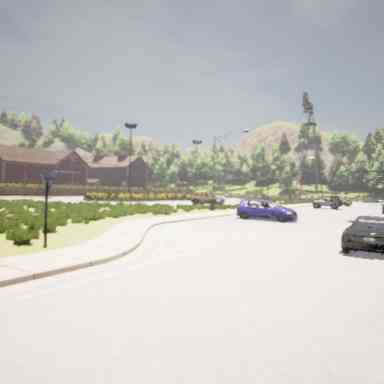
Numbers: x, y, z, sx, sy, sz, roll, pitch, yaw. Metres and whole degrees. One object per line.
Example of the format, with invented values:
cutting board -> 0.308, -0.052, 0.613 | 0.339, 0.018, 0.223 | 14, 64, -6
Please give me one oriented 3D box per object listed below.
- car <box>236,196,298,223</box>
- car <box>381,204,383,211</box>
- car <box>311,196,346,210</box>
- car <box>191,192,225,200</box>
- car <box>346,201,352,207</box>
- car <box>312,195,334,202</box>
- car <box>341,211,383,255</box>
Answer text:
car -> 5.748, 1.400, 25.596 | 4.611, 1.667, 2.242 | 2, 1, 33
car -> 23.596, 1.829, 39.366 | 1.837, 1.490, 4.892 | 2, 1, 32
car -> 18.725, 1.422, 46.031 | 3.866, 1.878, 1.905 | 2, 1, 33
car -> 2.081, 0.933, 44.530 | 4.605, 1.855, 1.932 | 2, 1, 33
car -> 25.465, 1.703, 57.720 | 4.193, 1.474, 1.816 | 2, 1, 33
car -> 33.597, 1.650, 85.187 | 5.008, 1.535, 1.882 | 2, 1, 33
car -> 7.284, 1.650, 13.359 | 1.994, 1.385, 4.181 | 2, 1, 32
